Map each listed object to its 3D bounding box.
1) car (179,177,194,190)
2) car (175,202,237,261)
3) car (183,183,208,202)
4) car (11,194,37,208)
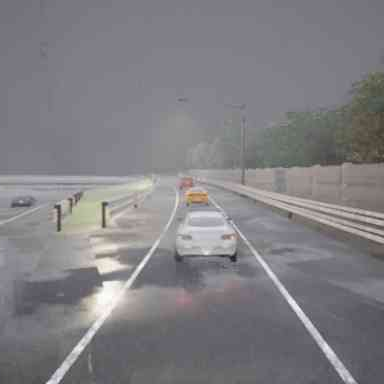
[{"bbox_3d":[-0.887,-1.488,53.708,2.150,2.045,5.566,-1,4,-5],"label":"car"},{"bbox_3d":[0.442,1.308,11.279,1.812,1.442,4.674,-1,2,1],"label":"car"},{"bbox_3d":[0.403,0.298,30.678,1.882,1.535,5.008,-1,4,-1],"label":"car"},{"bbox_3d":[-18.519,0.950,36.799,1.994,1.385,4.181,-1,1,-17],"label":"car"}]
